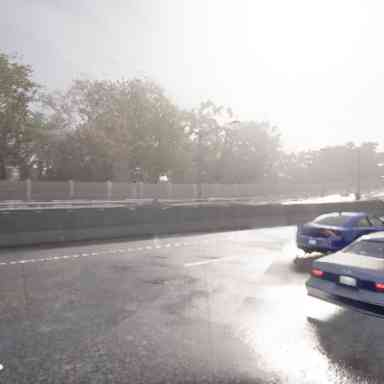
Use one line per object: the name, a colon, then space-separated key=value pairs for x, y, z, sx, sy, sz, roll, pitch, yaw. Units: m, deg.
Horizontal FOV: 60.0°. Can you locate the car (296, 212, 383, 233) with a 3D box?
car: x=5.937 y=1.479 z=12.282 sx=5.008 sy=1.535 sz=1.882 roll=0 pitch=0 yaw=-36

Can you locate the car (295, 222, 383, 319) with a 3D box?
car: x=4.679 y=1.548 z=7.087 sx=5.357 sy=1.411 sz=2.033 roll=0 pitch=0 yaw=-36

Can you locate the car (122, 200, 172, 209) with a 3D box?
car: x=-4.648 y=1.550 z=35.025 sx=5.357 sy=1.411 sz=2.033 roll=0 pitch=0 yaw=-35
